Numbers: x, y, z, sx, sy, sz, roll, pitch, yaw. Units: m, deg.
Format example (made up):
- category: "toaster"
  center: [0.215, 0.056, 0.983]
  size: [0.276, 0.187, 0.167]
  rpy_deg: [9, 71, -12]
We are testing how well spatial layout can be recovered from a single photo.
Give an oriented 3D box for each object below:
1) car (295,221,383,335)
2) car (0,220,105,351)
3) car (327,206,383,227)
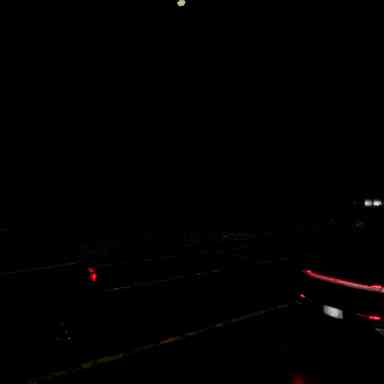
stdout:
- category: "car"
  center: [3.981, 1.490, 6.148]
  size: [4.902, 1.511, 2.128]
  rpy_deg: [0, 0, -36]
- category: "car"
  center: [-3.663, 1.352, 4.629]
  size: [4.553, 1.767, 2.097]
  rpy_deg: [0, 0, -35]
- category: "car"
  center: [8.456, 1.435, 16.440]
  size: [4.097, 1.590, 1.967]
  rpy_deg: [0, -1, -35]
